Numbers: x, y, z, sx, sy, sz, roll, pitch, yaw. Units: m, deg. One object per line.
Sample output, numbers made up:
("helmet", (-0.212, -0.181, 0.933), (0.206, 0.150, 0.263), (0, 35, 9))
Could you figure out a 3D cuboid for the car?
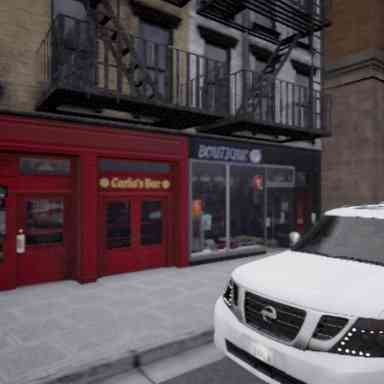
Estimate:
("car", (2.933, 1.202, 4.829), (5.566, 2.045, 2.150), (0, 0, -35))
